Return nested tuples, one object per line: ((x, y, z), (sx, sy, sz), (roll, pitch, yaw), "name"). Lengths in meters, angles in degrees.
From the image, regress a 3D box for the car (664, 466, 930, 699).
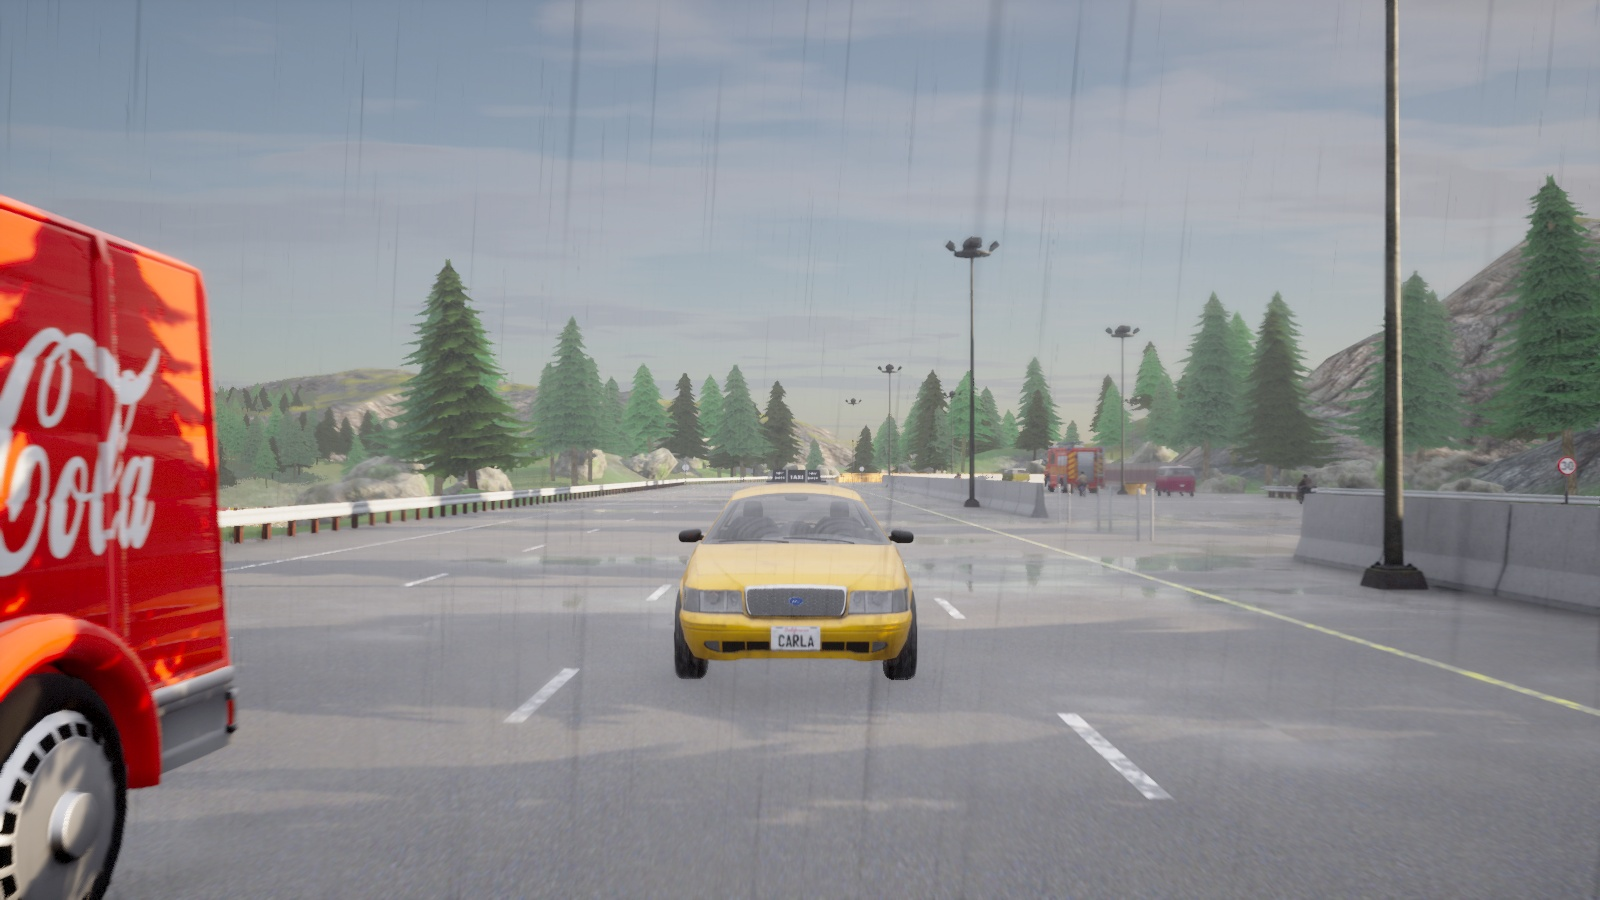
((-0.026, 0.941, 11.216), (1.801, 1.575, 5.366), (0, -1, 0), "car")

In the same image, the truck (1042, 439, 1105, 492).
((20.711, 1.166, 95.497), (2.891, 3.827, 8.468), (0, -1, 0), "truck")

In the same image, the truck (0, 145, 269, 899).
((-3.508, 0.385, 2.589), (2.627, 2.467, 5.204), (0, -1, 0), "truck")

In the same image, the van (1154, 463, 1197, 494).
((24.438, 1.840, 81.871), (1.775, 1.987, 4.442), (-1, -1, 4), "van")

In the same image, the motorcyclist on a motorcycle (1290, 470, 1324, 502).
((24.359, 1.711, 60.405), (0.797, 1.523, 2.044), (0, -1, 0), "motorcyclist on a motorcycle")
